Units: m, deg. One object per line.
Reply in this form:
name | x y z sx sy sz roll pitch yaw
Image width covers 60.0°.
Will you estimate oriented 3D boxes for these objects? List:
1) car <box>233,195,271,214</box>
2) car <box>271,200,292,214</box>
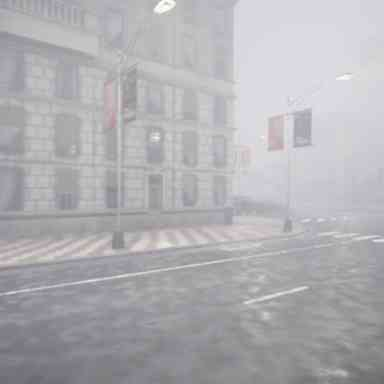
car | 5.790 1.385 37.508 2.150 2.045 5.566 0 0 -36
car | 9.278 1.676 38.652 2.128 1.511 4.902 0 0 -36
